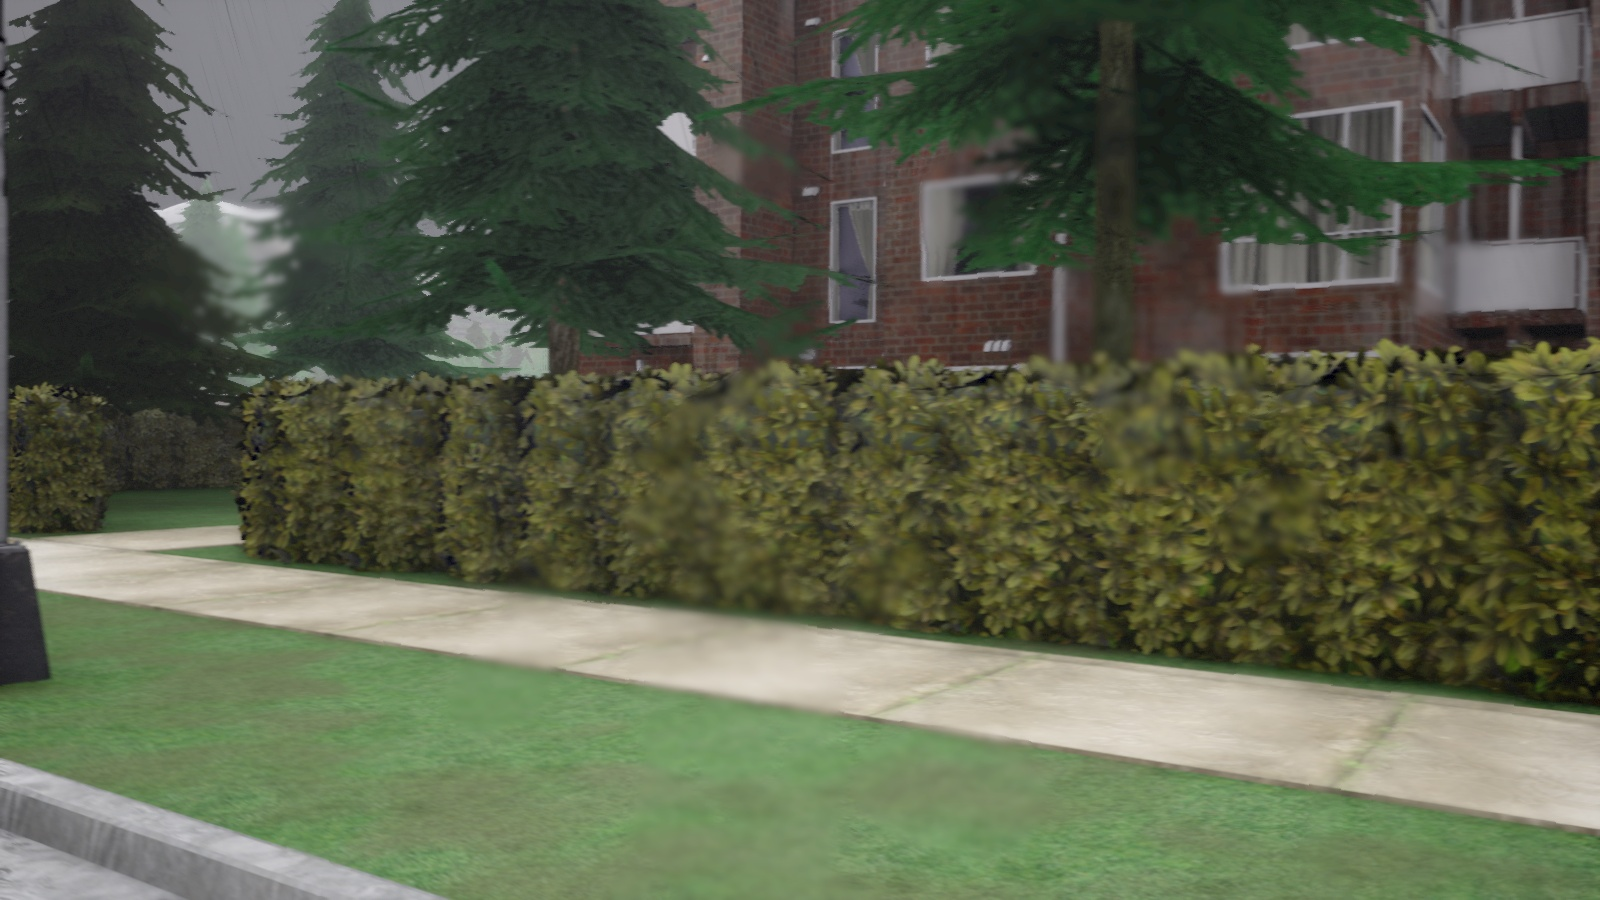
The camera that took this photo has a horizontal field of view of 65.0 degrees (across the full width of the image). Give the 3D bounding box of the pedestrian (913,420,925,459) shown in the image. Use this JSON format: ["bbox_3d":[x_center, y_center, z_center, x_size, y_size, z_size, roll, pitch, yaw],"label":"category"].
[{"bbox_3d":[5.715,-0.513,60.242,0.345,1.836,0.594,0,1,35],"label":"pedestrian"}]
